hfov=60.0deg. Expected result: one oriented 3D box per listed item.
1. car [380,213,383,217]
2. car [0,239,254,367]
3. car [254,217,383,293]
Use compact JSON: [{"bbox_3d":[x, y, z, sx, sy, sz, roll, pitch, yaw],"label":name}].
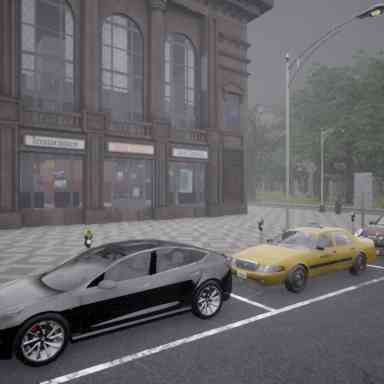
[{"bbox_3d":[7.635,1.441,12.123,4.097,1.590,1.967,0,0,-36],"label":"car"},{"bbox_3d":[-1.208,1.566,5.792,4.313,1.339,1.947,0,0,-36],"label":"car"},{"bbox_3d":[3.076,1.525,8.859,4.829,1.417,1.752,0,0,-36],"label":"car"}]
